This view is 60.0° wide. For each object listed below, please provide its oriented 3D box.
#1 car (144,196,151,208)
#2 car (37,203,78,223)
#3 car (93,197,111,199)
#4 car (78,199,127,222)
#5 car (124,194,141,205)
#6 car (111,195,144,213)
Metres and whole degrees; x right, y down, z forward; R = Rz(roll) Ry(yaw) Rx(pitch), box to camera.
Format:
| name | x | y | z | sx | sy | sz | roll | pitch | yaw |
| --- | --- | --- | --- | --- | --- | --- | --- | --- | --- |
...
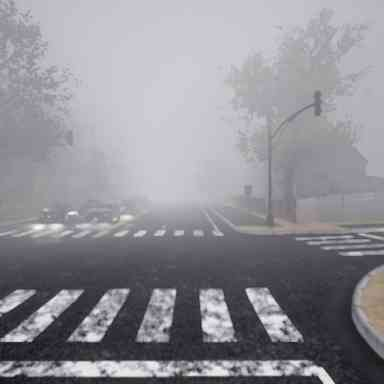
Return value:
| name | x | y | z | sx | sy | sz | roll | pitch | yaw |
| --- | --- | --- | --- | --- | --- | --- | --- | --- | --- |
| car | -6.896 | 1.284 | 45.635 | 2.097 | 1.767 | 4.553 | 0 | 0 | 0 |
| car | -10.016 | 1.521 | 25.246 | 1.994 | 1.385 | 4.181 | 0 | 0 | 0 |
| car | -10.075 | 1.449 | 34.154 | 1.837 | 1.490 | 4.892 | 0 | 0 | 0 |
| car | -6.772 | 1.503 | 25.962 | 2.033 | 1.411 | 5.357 | 0 | 0 | 0 |
| car | -10.165 | 1.273 | 57.052 | 2.097 | 1.767 | 4.553 | 0 | 0 | 0 |
| car | -6.835 | 1.434 | 35.734 | 2.128 | 1.511 | 4.902 | 0 | 0 | 0 |
